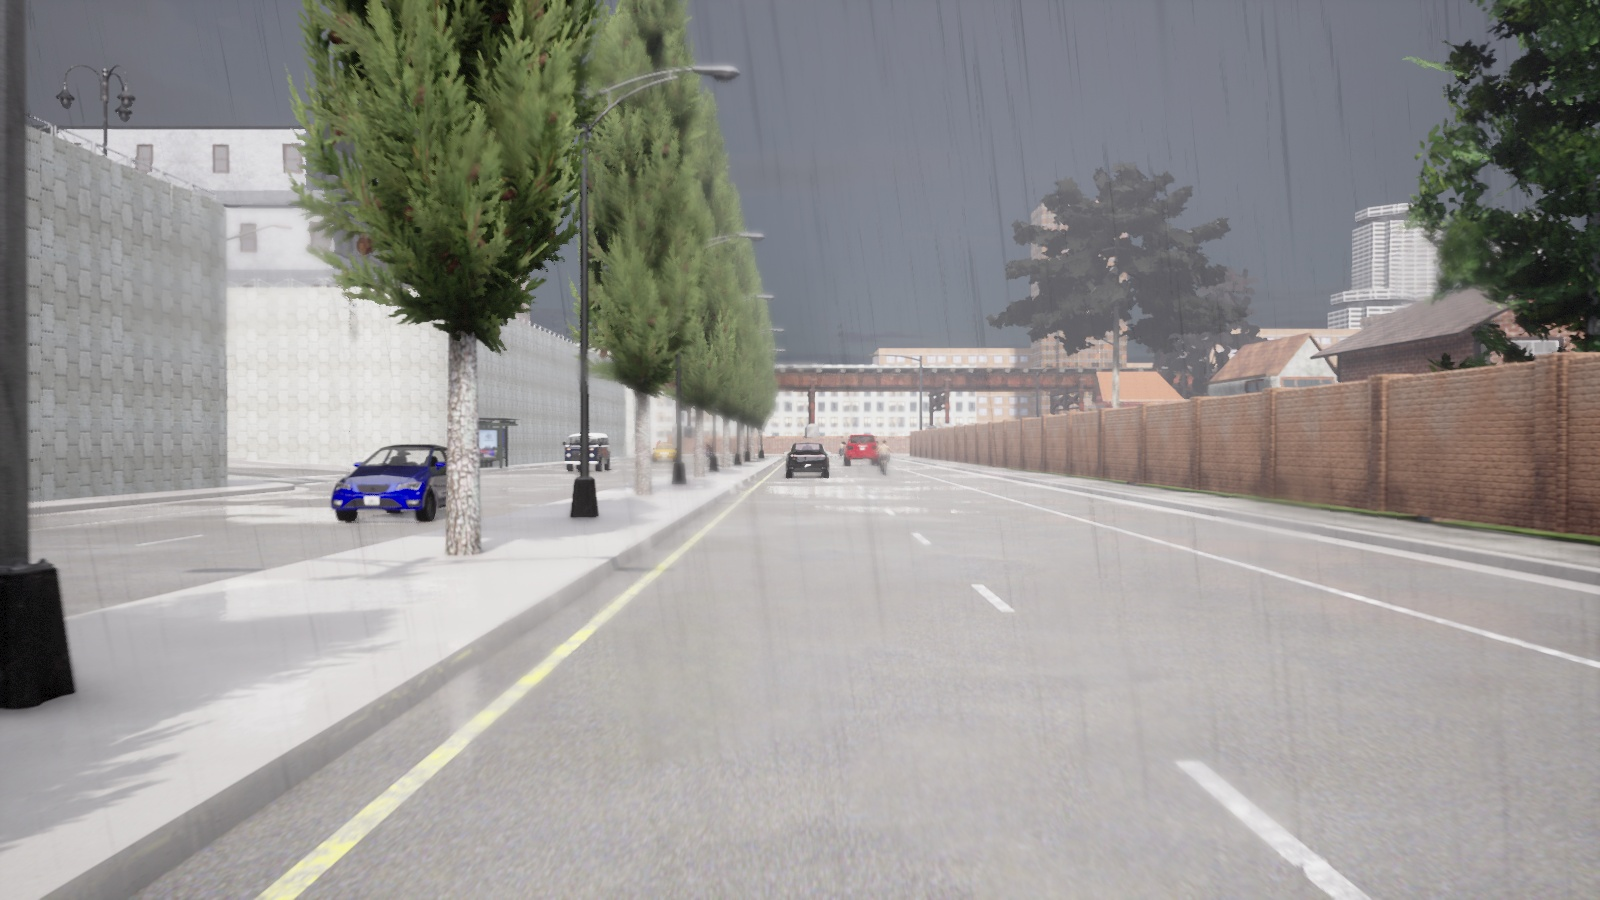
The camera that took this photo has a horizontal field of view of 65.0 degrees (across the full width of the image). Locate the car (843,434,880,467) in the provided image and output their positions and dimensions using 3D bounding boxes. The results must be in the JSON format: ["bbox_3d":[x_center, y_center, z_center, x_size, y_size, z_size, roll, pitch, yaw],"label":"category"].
[{"bbox_3d":[3.981,0.008,81.754,2.150,2.045,5.566,0,0,0],"label":"car"}]

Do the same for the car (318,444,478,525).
[{"bbox_3d":[-7.843,0.613,24.946,1.816,1.474,4.193,0,0,0],"label":"car"}]

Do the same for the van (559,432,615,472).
[{"bbox_3d":[-11.149,0.089,65.936,2.069,2.038,4.480,0,0,1],"label":"van"}]

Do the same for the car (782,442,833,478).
[{"bbox_3d":[0.325,0.396,54.449,2.128,1.511,4.902,0,0,0],"label":"car"}]
